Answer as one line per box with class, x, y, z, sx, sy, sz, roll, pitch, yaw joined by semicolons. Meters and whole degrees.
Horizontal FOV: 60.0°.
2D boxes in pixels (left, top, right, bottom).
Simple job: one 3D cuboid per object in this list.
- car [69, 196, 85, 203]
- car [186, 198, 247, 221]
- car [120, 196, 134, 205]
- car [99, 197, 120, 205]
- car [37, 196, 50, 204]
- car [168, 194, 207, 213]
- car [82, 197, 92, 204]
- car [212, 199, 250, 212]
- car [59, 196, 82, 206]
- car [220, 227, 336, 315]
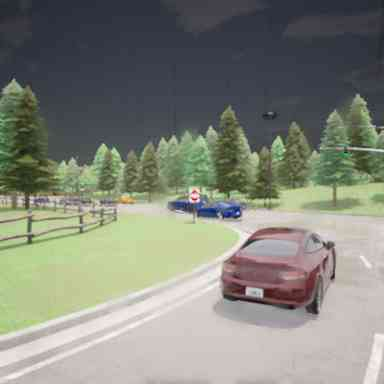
car;-24.822;1.615;71.830;1.812;1.442;4.674;0;0;-39
car;2.030;1.523;28.039;1.882;1.535;5.008;0;0;-39
car;-12.905;1.564;62.927;1.882;1.535;5.008;0;0;-39
car;-15.325;1.643;60.356;1.994;1.385;4.181;0;0;-39
car;-30.233;1.603;67.390;1.812;1.442;4.674;0;0;-39
car;-0.416;1.279;36.567;2.150;2.045;5.566;0;0;-39
car;-19.804;1.568;60.308;2.128;1.511;4.902;0;0;-39
car;4.756;1.594;41.301;1.812;1.442;4.674;0;0;-39
car;-21.030;1.561;56.275;2.128;1.511;4.902;0;0;-39
car;2.175;1.539;7.672;1.812;1.442;4.674;0;0;29
